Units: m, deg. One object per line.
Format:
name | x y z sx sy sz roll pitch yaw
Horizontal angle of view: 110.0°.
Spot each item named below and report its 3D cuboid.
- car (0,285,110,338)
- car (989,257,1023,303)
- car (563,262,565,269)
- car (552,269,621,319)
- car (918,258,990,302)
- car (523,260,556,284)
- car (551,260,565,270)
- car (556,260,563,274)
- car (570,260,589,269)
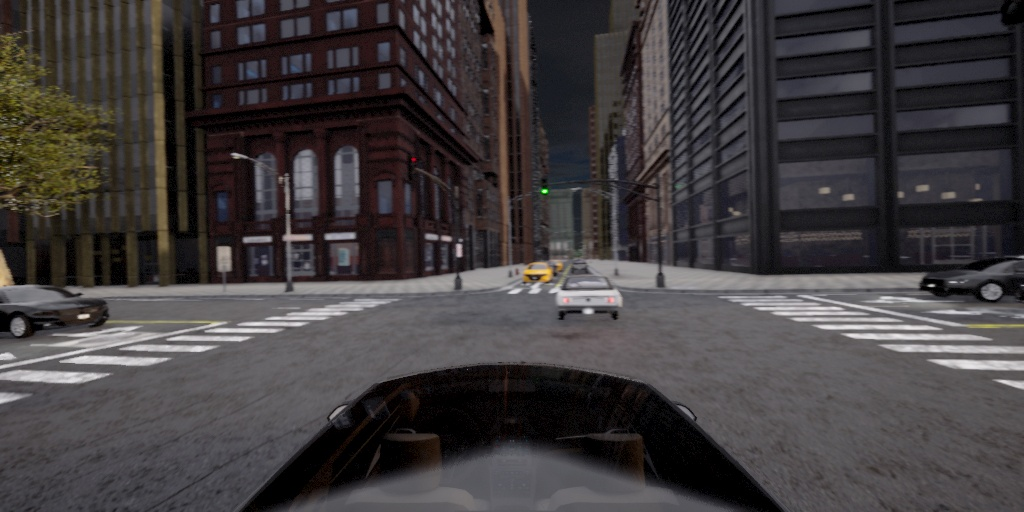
car | -15.947 1.702 11.736 5.008 1.535 1.882 -2 0 10
car | 16.729 0.769 9.386 4.902 1.511 2.128 -2 0 9
car | 5.450 1.238 46.039 1.882 1.535 5.008 -2 0 10
car | 2.609 1.305 12.552 1.895 1.301 4.718 -2 0 11
car | 17.520 0.755 12.534 4.892 1.490 1.837 -2 0 10
car | 2.009 1.250 27.172 1.882 1.535 5.008 -2 0 10
car | 7.189 1.362 55.811 1.895 1.301 4.718 -2 0 10
car | 3.656 1.257 36.317 2.128 1.511 4.902 -2 0 10
car | 7.726 1.172 41.128 2.128 1.511 4.902 -2 0 10
